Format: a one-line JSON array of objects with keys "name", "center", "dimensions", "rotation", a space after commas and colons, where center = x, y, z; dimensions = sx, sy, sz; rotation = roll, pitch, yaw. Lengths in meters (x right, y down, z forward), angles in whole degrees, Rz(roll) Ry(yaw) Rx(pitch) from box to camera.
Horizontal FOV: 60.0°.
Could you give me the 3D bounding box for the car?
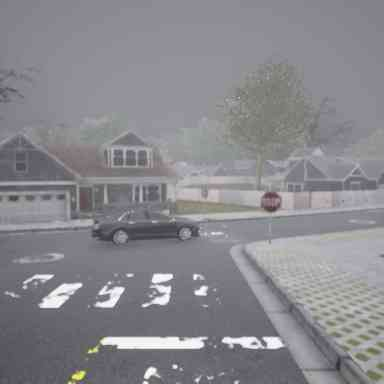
[{"name": "car", "center": [-1.996, 1.481, 14.865], "dimensions": [4.892, 1.490, 1.837], "rotation": [0, 0, -25]}]
